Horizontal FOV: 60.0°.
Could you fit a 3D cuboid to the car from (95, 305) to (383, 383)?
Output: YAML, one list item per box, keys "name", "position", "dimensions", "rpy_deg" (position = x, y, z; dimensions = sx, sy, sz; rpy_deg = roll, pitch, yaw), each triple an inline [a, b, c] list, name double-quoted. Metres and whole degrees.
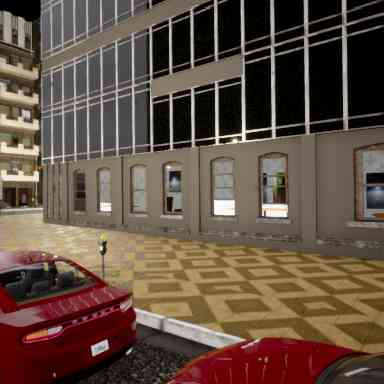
- name: "car"
  position: [1.765, 1.545, 1.626]
  dimensions: [4.507, 1.381, 1.887]
  rpy_deg: [0, -1, 36]

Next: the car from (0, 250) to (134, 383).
- name: "car"
  position: [-2.804, 1.546, 4.892]
  dimensions: [4.507, 1.381, 1.887]
  rpy_deg: [0, -1, 36]
